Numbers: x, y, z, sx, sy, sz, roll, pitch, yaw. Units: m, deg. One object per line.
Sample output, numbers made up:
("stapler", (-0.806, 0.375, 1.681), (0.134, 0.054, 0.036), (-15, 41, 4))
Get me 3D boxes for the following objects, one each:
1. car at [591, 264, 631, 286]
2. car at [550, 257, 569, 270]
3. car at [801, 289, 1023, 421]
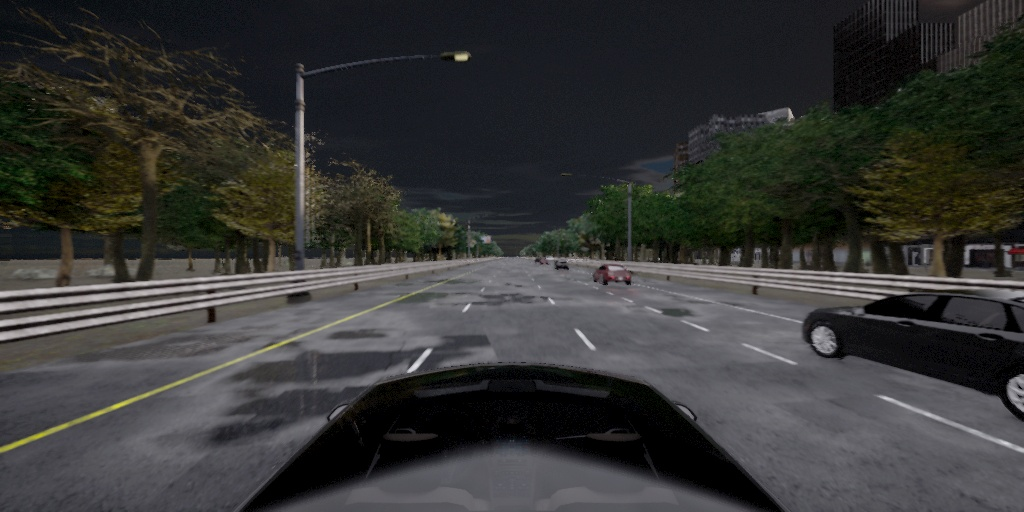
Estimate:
("car", (7.018, 1.285, 25.450), (1.812, 1.442, 4.674), (0, 0, 0))
("car", (7.087, 1.273, 52.482), (1.837, 1.490, 4.892), (0, 0, 0))
("car", (6.998, 1.259, 5.540), (1.837, 1.490, 4.892), (0, 0, 0))
